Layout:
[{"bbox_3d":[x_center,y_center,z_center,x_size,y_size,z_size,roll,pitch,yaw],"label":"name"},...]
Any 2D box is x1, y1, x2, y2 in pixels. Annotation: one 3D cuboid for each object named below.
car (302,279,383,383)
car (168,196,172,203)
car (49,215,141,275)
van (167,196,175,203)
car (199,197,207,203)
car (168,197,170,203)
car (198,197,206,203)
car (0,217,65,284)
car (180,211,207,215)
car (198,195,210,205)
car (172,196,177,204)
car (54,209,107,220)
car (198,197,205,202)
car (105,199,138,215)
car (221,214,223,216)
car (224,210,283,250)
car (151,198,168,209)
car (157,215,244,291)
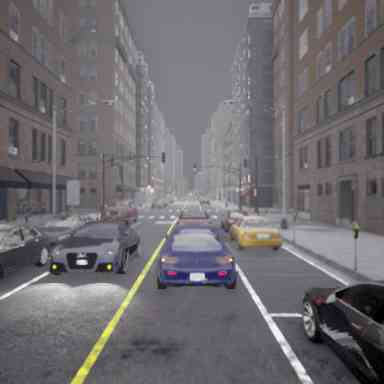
[{"bbox_3d":[2.640,1.591,3.625,1.947,1.339,4.313,0,0,0],"label":"car"},{"bbox_3d":[-5.341,1.918,62.492,1.752,1.417,4.829,0,0,0],"label":"car"},{"bbox_3d":[-2.834,1.634,10.556,1.994,1.385,4.181,0,0,0],"label":"car"},{"bbox_3d":[-5.324,1.862,84.478,1.690,1.788,3.998,0,0,0],"label":"van"},{"bbox_3d":[2.701,2.066,84.466,1.887,1.381,4.507,0,0,0],"label":"car"},{"bbox_3d":[-5.345,1.906,57.208,1.887,1.381,4.507,0,0,0],"label":"car"},{"bbox_3d":[2.705,2.103,89.920,2.008,1.369,4.403,0,0,0],"label":"car"},{"bbox_3d":[-5.381,1.612,9.053,2.008,1.369,4.403,0,0,0],"label":"car"},{"bbox_3d":[0.111,1.727,19.375,1.895,1.301,4.718,0,0,0],"label":"car"},{"bbox_3d":[2.689,1.866,68.103,1.967,1.590,4.097,0,0,0],"label":"car"},{"bbox_3d":[-5.328,2.055,79.024,1.947,1.339,4.313,0,0,0],"label":"car"},{"bbox_3d":[-5.377,1.646,14.466,2.008,1.369,4.403,0,0,0],"label":"car"},{"bbox_3d":[2.710,2.110,95.544,1.752,1.417,4.829,0,0,0],"label":"car"},{"bbox_3d":[-5.369,1.478,25.293,2.192,1.841,5.009,0,0,0],"label":"car"},{"bbox_3d":[2.652,1.711,19.863,1.802,1.307,4.206,0,0,0],"label":"car"},{"bbox_3d":[2.648,1.621,14.621,1.752,1.417,4.829,0,0,0],"label":"car"},{"bbox_3d":[-5.349,1.879,51.754,2.008,1.369,4.403,0,0,0],"label":"car"},{"bbox_3d":[0.103,1.587,9.095,1.812,1.442,4.674,0,0,0],"label":"car"}]
